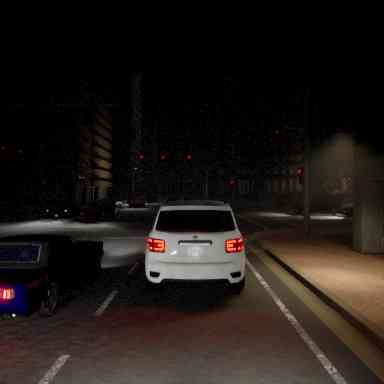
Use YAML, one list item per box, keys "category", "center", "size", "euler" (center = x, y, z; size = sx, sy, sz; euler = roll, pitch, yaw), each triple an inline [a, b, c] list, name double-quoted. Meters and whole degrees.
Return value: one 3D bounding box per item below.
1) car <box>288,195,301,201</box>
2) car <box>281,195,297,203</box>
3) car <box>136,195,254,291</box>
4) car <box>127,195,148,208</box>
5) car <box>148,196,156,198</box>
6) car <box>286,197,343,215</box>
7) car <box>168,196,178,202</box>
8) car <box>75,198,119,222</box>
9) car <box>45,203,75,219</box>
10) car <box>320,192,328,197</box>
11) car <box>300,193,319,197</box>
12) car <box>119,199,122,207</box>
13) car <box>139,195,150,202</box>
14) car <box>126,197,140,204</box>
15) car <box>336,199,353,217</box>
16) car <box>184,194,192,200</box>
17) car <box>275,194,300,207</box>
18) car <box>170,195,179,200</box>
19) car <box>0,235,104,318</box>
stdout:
- category: "car"
  center: [24.596, 1.395, 79.670]
  size: [1.970, 1.475, 3.806]
  euler: [0, 0, 0]
- category: "car"
  center: [18.839, 1.395, 64.564]
  size: [1.970, 1.475, 3.806]
  euler: [0, 0, 0]
- category: "car"
  center: [0.096, 1.221, 9.126]
  size: [2.150, 2.045, 5.566]
  euler: [0, 0, 1]
- category: "car"
  center: [-7.897, 1.478, 47.830]
  size: [1.882, 1.535, 5.008]
  euler: [0, 1, 0]
- category: "car"
  center: [-7.906, 1.504, 66.414]
  size: [1.837, 1.490, 4.892]
  euler: [0, 0, 0]
- category: "car"
  center: [12.305, 1.505, 32.918]
  size: [4.892, 1.490, 1.837]
  euler: [0, 0, 0]
- category: "car"
  center: [-4.428, 1.550, 77.684]
  size: [1.994, 1.385, 4.181]
  euler: [0, 0, 0]
- category: "car"
  center: [-7.339, 1.477, 26.332]
  size: [1.882, 1.535, 5.008]
  euler: [0, 0, -3]
- category: "car"
  center: [-10.954, 1.601, 28.796]
  size: [1.895, 1.301, 4.718]
  euler: [0, 0, -3]
- category: "car"
  center: [30.174, 1.153, 79.723]
  size: [1.932, 1.855, 4.605]
  euler: [0, 0, 0]
- category: "car"
  center: [16.145, 1.156, 47.095]
  size: [1.905, 1.878, 3.866]
  euler: [0, 0, 0]
- category: "car"
  center: [-11.400, 1.547, 47.964]
  size: [2.033, 1.411, 5.357]
  euler: [0, 0, 0]
- category: "car"
  center: [-11.438, 1.462, 80.071]
  size: [1.882, 1.535, 5.008]
  euler: [0, 0, 0]
- category: "car"
  center: [-11.407, 1.601, 64.715]
  size: [1.895, 1.301, 4.718]
  euler: [0, 0, 0]
- category: "car"
  center: [15.459, 1.564, 29.382]
  size: [4.181, 1.385, 1.994]
  euler: [0, 0, 1]
- category: "car"
  center: [-0.962, 1.303, 85.852]
  size: [1.882, 1.535, 5.008]
  euler: [0, 0, 0]
- category: "car"
  center: [13.251, 1.153, 47.147]
  size: [1.932, 1.855, 4.605]
  euler: [0, 0, 0]
- category: "car"
  center: [-4.462, 1.378, 85.837]
  size: [1.994, 1.385, 4.181]
  euler: [0, 0, 0]
- category: "car"
  center: [-3.417, 1.601, 7.376]
  size: [1.895, 1.301, 4.718]
  euler: [0, 0, 1]
